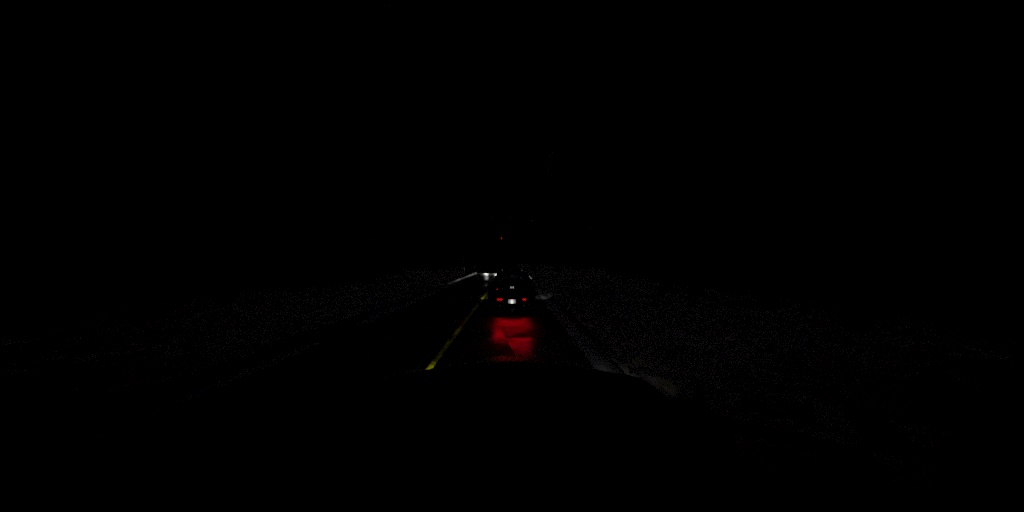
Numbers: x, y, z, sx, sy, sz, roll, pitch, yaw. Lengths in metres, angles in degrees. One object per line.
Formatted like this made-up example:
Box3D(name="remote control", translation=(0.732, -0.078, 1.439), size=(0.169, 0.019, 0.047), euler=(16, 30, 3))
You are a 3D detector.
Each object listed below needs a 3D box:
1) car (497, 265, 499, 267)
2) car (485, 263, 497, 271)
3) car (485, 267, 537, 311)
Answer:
Box3D(name="car", translation=(0.013, 1.599, 30.385), size=(1.994, 1.385, 4.181), euler=(0, 0, 0))
Box3D(name="car", translation=(-3.030, 1.794, 54.404), size=(1.837, 1.490, 4.892), euler=(0, -1, 0))
Box3D(name="car", translation=(0.014, 1.392, 15.343), size=(1.837, 1.490, 4.892), euler=(0, 0, 0))
